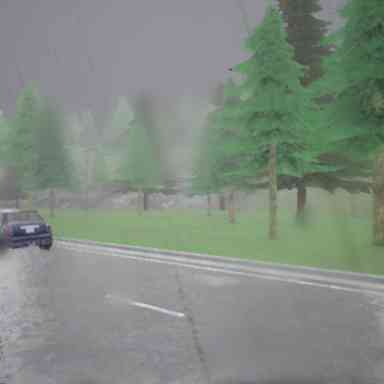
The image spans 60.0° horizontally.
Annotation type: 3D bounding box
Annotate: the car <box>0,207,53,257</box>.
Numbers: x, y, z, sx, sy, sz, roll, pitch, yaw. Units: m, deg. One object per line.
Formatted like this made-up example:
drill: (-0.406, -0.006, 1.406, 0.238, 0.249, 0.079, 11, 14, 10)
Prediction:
car: (-7.814, 1.486, 13.743, 4.553, 1.767, 2.097, -1, -1, 36)
